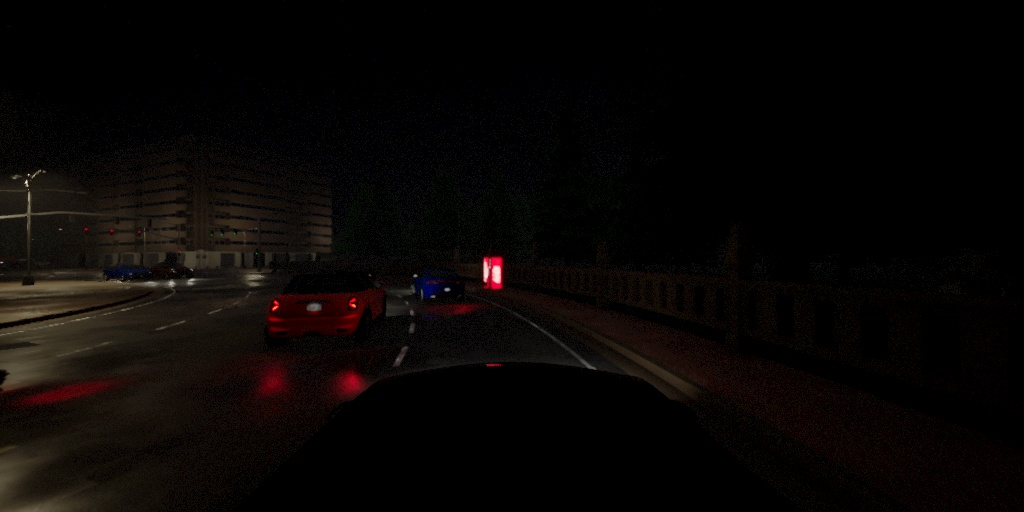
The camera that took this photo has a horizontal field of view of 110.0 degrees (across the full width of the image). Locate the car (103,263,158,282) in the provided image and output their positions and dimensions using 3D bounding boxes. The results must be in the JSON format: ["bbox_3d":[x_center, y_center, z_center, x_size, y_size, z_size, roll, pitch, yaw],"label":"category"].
[{"bbox_3d":[-35.559,1.544,33.168,5.008,1.535,1.882,-1,0,23],"label":"car"}]

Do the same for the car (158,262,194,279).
[{"bbox_3d":[-34.830,1.450,36.666,4.553,1.767,2.097,0,0,22],"label":"car"}]

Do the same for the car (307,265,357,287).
[{"bbox_3d":[-13.926,1.484,27.543,2.033,1.411,5.357,0,0,-42],"label":"car"}]

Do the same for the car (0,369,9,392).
[{"bbox_3d":[-7.165,1.333,1.994,2.033,1.411,5.357,0,0,-3],"label":"car"}]

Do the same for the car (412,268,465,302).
[{"bbox_3d":[-3.742,1.321,17.790,1.882,1.535,5.008,0,0,-22],"label":"car"}]

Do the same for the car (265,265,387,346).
[{"bbox_3d":[-4.803,1.163,9.947,2.097,1.767,4.553,0,0,-12],"label":"car"}]

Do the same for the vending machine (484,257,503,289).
[{"bbox_3d":[-1.136,1.045,21.879,1.100,2.100,0.880,0,0,-27],"label":"vending machine"}]

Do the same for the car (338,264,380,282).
[{"bbox_3d":[-13.820,1.484,32.175,4.674,1.442,1.812,-1,-1,44],"label":"car"}]
